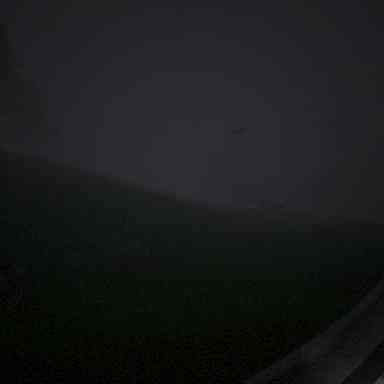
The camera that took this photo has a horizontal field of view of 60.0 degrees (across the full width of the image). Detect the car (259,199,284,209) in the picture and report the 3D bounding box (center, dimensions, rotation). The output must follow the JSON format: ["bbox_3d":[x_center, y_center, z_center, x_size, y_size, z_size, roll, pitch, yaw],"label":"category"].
[{"bbox_3d":[11.915,1.737,50.312,2.128,1.511,4.902,0,0,-20],"label":"car"}]
